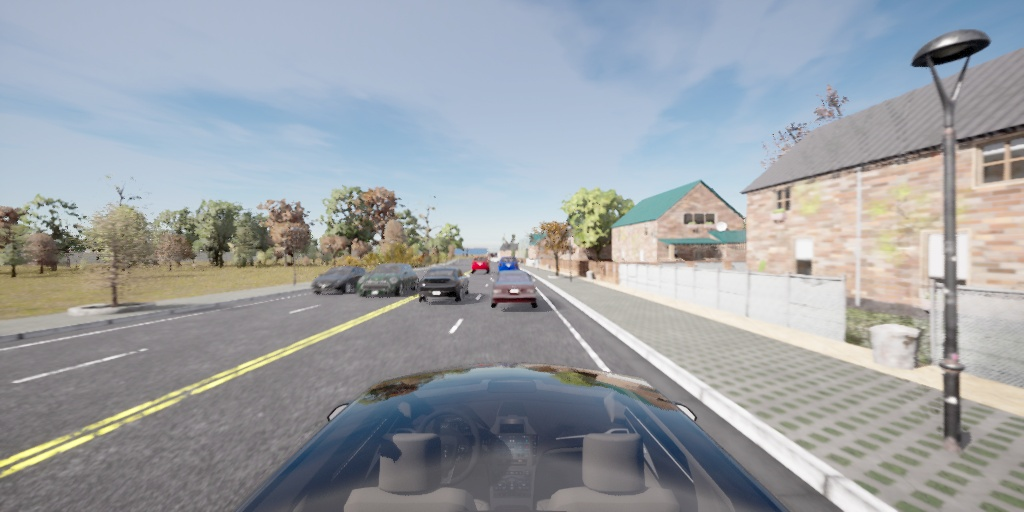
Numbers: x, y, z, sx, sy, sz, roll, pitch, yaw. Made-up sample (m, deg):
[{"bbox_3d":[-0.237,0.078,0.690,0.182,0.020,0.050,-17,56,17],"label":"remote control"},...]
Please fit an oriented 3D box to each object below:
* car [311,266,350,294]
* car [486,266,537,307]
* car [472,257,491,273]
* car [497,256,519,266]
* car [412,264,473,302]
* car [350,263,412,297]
[{"bbox_3d":[-9.947,1.370,21.263,1.837,1.490,4.892,0,0,-1],"label":"car"},{"bbox_3d":[0.063,1.329,15.597,2.033,1.411,5.357,0,0,0],"label":"car"},{"bbox_3d":[-3.904,1.101,45.361,2.150,2.045,5.566,0,0,-2],"label":"car"},{"bbox_3d":[-0.411,1.059,38.554,2.150,2.045,5.566,0,0,-2],"label":"car"},{"bbox_3d":[-3.199,1.313,17.483,1.837,1.490,4.892,0,0,-1],"label":"car"},{"bbox_3d":[-6.680,1.190,19.657,2.097,1.767,4.553,0,0,-1],"label":"car"}]
